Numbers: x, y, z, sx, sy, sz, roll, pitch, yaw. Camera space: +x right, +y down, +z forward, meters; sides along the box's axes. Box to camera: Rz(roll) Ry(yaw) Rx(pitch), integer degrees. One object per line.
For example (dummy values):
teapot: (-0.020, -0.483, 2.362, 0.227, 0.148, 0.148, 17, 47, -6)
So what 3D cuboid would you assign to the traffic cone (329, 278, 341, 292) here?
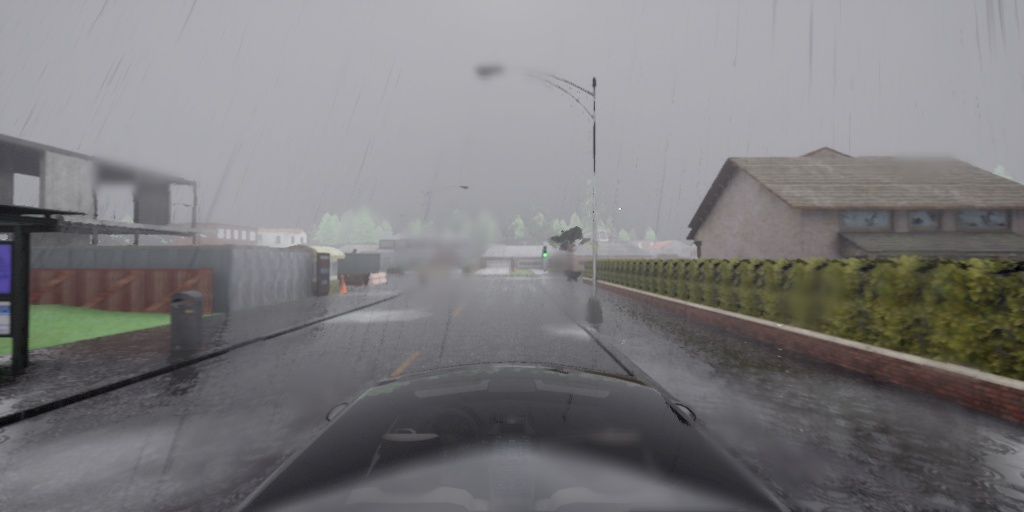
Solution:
traffic cone: (-10.398, 1.778, 21.170, 0.344, 0.586, 0.344, 0, 0, 0)

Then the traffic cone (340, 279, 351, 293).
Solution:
traffic cone: (-9.678, 1.802, 20.649, 0.344, 0.586, 0.344, 0, 0, 0)
